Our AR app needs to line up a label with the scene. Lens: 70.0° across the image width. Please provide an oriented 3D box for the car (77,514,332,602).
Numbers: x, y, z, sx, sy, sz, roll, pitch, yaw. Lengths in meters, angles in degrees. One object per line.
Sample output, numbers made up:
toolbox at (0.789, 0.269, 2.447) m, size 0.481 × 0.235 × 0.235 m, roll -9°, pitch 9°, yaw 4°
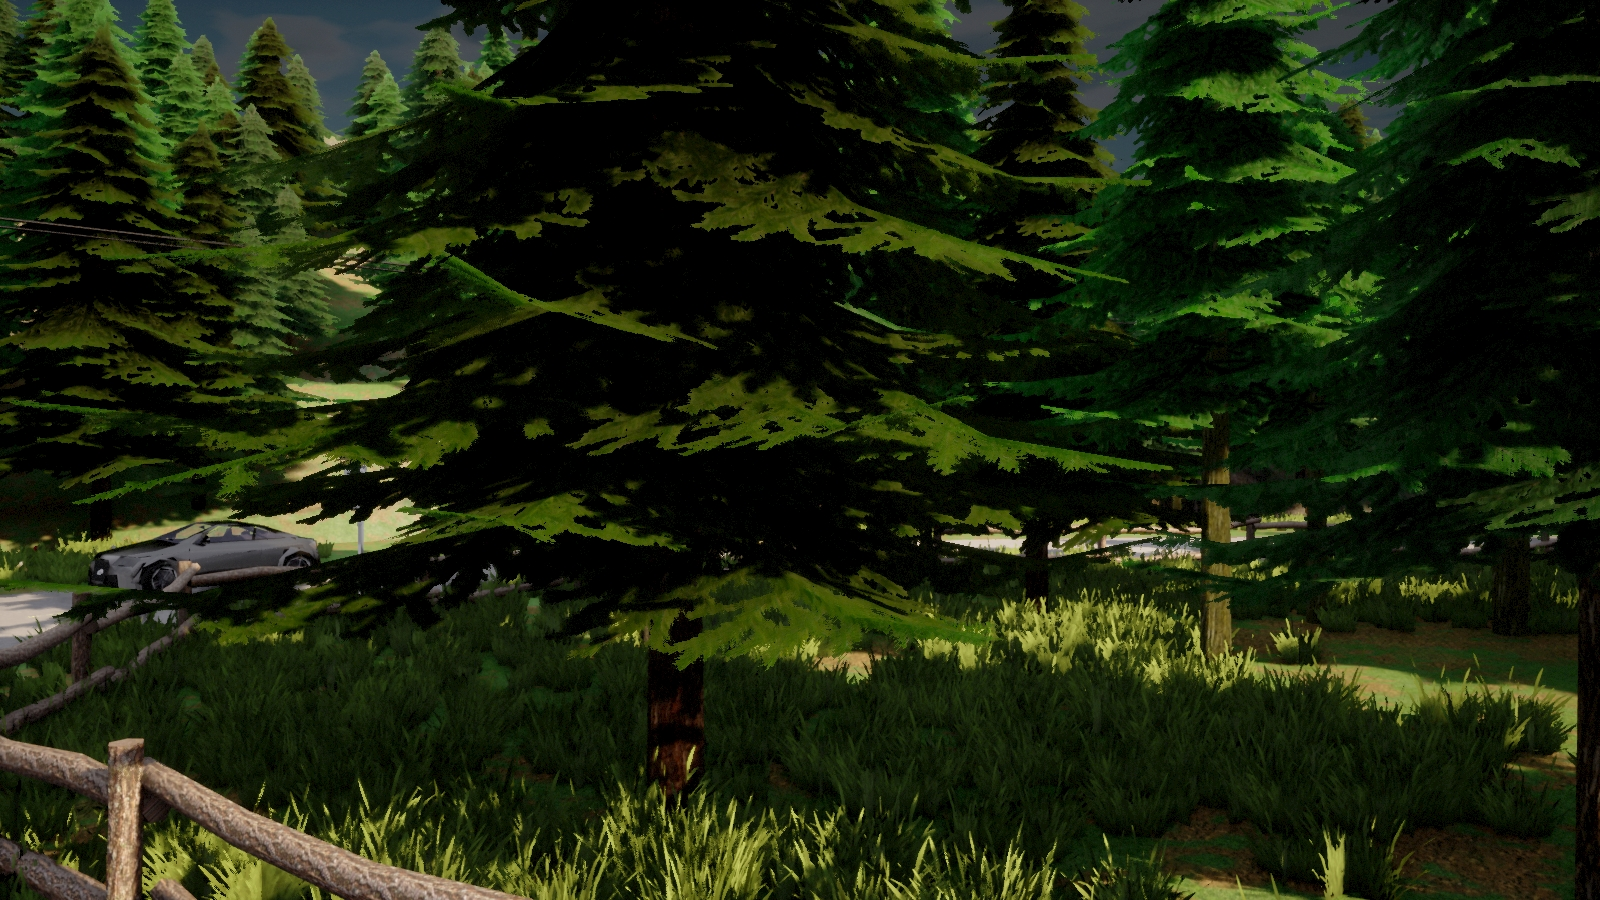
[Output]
car at (-12.055, 2.119, 23.321) m, size 1.994 × 1.385 × 4.181 m, roll 0°, pitch 0°, yaw 41°
